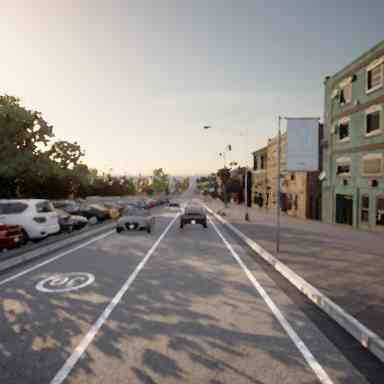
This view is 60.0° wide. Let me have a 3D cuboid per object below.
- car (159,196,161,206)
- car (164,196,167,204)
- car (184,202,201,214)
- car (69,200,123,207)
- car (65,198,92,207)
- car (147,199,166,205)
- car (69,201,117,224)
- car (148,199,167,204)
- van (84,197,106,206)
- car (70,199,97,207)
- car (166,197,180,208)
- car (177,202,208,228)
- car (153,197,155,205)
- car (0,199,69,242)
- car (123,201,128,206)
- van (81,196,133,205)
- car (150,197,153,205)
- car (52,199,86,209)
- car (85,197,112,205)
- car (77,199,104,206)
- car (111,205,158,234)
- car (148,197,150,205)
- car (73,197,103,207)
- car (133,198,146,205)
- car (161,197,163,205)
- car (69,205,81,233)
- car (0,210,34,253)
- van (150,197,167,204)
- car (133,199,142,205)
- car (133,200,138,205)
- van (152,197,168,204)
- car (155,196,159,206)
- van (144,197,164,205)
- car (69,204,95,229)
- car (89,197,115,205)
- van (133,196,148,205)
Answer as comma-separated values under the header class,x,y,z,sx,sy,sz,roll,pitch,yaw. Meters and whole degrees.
class,x,y,z,sx,sy,sz,roll,pitch,yaw
car,-8.919,1.887,59.779,5.566,2.045,2.435,0,-1,0
car,-8.950,2.097,76.598,5.566,2.045,2.435,0,-1,0
car,0.080,2.004,43.238,2.033,1.411,5.357,0,-1,0
car,-9.077,1.751,28.942,5.366,1.575,1.946,0,-1,0
car,-22.067,2.080,64.906,4.553,1.767,2.185,0,-1,0
car,-8.990,2.480,85.006,4.674,1.452,2.002,0,-1,0
car,-8.881,1.720,26.143,5.008,1.535,2.097,0,-1,0
car,-9.027,2.494,87.814,4.792,1.488,2.163,0,0,0
van,-22.173,2.118,76.009,4.442,1.987,1.878,0,-1,0
car,-22.013,2.270,67.681,4.792,1.488,2.163,0,-1,0
car,-3.302,2.170,62.478,1.882,1.535,5.008,0,-1,1
car,0.089,1.737,24.317,1.837,1.490,4.892,0,0,0
car,-8.906,1.943,54.172,4.553,1.767,2.185,0,-1,0
car,-8.895,1.354,14.933,5.566,2.045,2.435,0,-1,0
car,-8.926,1.818,31.745,4.792,1.488,2.163,0,-1,0
van,-8.785,1.598,34.552,4.442,1.987,1.878,0,-1,0
car,-8.901,1.908,51.368,4.553,1.767,2.185,0,-1,0
car,-21.841,2.133,59.355,5.366,1.575,1.946,0,-1,0
car,-22.090,2.127,78.786,5.566,2.045,2.435,0,-1,0
car,-22.237,2.306,73.232,5.366,1.575,1.946,0,-1,0
car,-3.358,1.755,20.549,1.994,1.385,4.181,0,-1,0
car,-8.958,1.873,48.565,4.553,1.767,2.185,0,-1,0
car,-22.075,2.023,70.459,5.566,2.045,2.435,0,-1,0
car,-8.912,1.929,42.958,5.008,1.535,2.097,0,-1,0
car,-8.956,2.245,68.185,4.892,1.521,2.231,0,-1,0
car,-8.867,1.632,17.737,4.892,1.521,2.231,0,-1,0
car,-8.856,1.579,12.127,5.008,1.535,2.097,0,-1,0
van,-9.120,2.257,90.619,4.442,1.987,1.878,0,0,0
car,-8.883,1.923,40.154,4.792,1.488,2.163,0,-1,0
car,-8.878,1.888,37.351,4.792,1.488,2.163,0,-1,0
van,-8.892,2.274,93.420,4.442,1.987,1.878,0,0,0
car,-8.914,1.852,56.976,5.566,2.045,2.435,0,-1,0
van,-9.100,2.157,79.398,4.442,1.987,1.878,0,-1,0
car,-8.847,1.689,20.535,4.792,1.488,2.163,0,-1,0
car,-22.038,2.157,81.562,5.566,2.045,2.435,0,-1,0
van,-8.805,1.738,45.764,4.442,1.987,1.878,0,-1,0
